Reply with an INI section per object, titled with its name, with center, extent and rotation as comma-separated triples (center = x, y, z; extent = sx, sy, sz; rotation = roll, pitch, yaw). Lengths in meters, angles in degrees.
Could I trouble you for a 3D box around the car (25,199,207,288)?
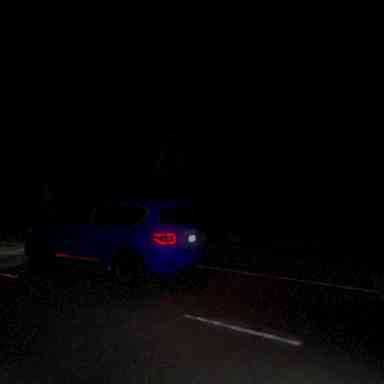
[car]
center = -2.280, 1.210, 9.369
extent = 5.566, 2.045, 2.150
rotation = 0, 0, 31
